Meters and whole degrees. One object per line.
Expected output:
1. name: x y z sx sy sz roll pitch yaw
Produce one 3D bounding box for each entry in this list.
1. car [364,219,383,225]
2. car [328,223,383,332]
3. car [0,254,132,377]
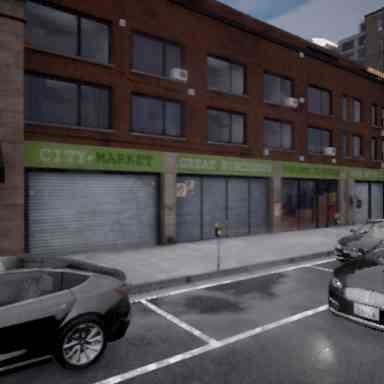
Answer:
1. car: 6.385 1.558 10.740 4.403 1.369 2.008 0 0 -35
2. car: 4.556 1.497 6.308 4.902 1.511 2.128 0 0 -35
3. car: -2.867 1.565 4.142 4.313 1.339 1.947 0 0 -35
